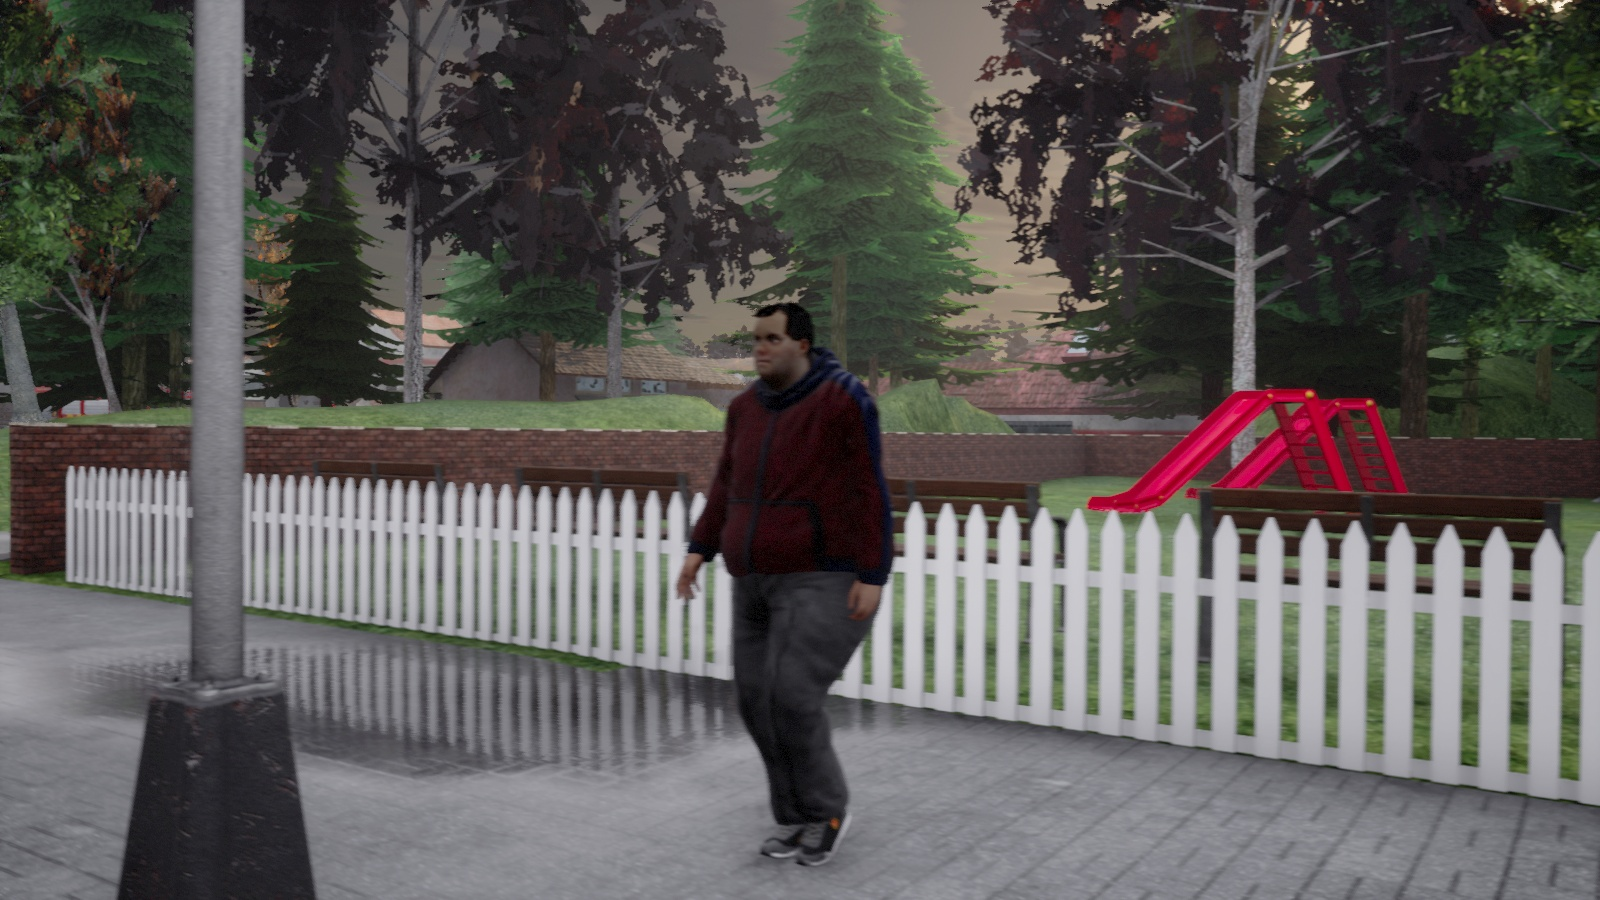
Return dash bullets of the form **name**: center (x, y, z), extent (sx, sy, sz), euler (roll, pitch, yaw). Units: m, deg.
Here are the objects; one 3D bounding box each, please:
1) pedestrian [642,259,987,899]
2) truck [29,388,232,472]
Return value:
- **pedestrian**: center (0.057, 0.386, 4.023), extent (0.899, 1.844, 0.634), euler (-1, 1, -42)
- **truck**: center (-32.814, -0.981, 61.974), extent (2.891, 3.827, 8.468), euler (0, 1, 32)
